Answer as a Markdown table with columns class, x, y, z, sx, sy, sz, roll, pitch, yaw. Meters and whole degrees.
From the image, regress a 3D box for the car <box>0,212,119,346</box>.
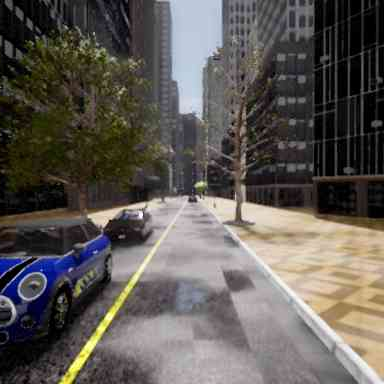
| class | x | y | z | sx | sy | sz | roll | pitch | yaw |
| --- | --- | --- | --- | --- | --- | --- | --- | --- | --- |
| car | -3.085 | 1.360 | 6.680 | 2.097 | 1.767 | 4.553 | 0 | 0 | 0 |

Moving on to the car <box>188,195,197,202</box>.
| class | x | y | z | sx | sy | sz | roll | pitch | yaw |
| --- | --- | --- | --- | --- | --- | --- | --- | --- | --- |
| car | 0.166 | 1.637 | 85.756 | 2.128 | 1.511 | 4.902 | 0 | 0 | 0 |

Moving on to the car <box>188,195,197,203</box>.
| class | x | y | z | sx | sy | sz | roll | pitch | yaw |
| --- | --- | --- | --- | --- | --- | --- | --- | --- | --- |
| car | 0.146 | 1.530 | 75.696 | 2.097 | 1.767 | 4.553 | 0 | 0 | 0 |

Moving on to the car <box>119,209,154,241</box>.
| class | x | y | z | sx | sy | sz | roll | pitch | yaw |
| --- | --- | --- | --- | --- | --- | --- | --- | --- | --- |
| car | -3.064 | 1.573 | 17.170 | 2.033 | 1.411 | 5.357 | 0 | 0 | -1 |
